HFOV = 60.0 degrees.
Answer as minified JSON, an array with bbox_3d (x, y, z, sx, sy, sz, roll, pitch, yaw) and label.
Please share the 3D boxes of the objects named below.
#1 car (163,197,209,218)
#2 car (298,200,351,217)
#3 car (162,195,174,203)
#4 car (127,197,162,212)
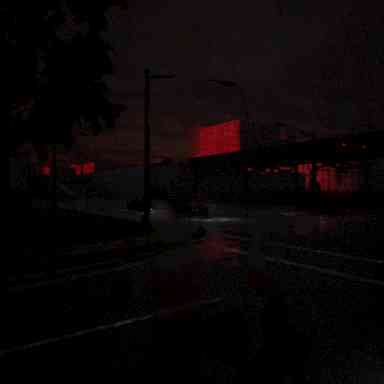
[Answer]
[{"bbox_3d":[-0.382,1.469,30.508,1.882,1.535,5.008,0,0,-34],"label":"car"},{"bbox_3d":[12.205,1.460,30.950,1.882,1.535,5.008,0,0,-32],"label":"car"},{"bbox_3d":[-4.814,1.337,62.545,2.097,1.767,4.553,0,0,-34],"label":"car"},{"bbox_3d":[-5.900,1.540,38.794,2.033,1.411,5.357,0,0,-33],"label":"car"}]
